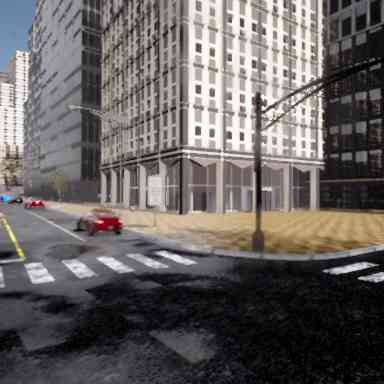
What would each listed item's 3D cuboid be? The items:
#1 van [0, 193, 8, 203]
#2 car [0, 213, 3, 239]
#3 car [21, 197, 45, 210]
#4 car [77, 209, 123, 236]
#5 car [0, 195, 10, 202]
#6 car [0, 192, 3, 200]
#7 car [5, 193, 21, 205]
[{"bbox_3d":[-35.470,1.092,63.892,1.690,1.788,3.998,1,-1,-37],"label":"van"},{"bbox_3d":[-10.547,1.419,16.416,1.882,1.535,5.008,1,0,-31],"label":"car"},{"bbox_3d":[-19.563,1.322,41.359,1.967,1.590,4.097,1,0,-34],"label":"car"},{"bbox_3d":[-5.013,1.574,18.038,1.802,1.307,4.206,1,0,-31],"label":"car"},{"bbox_3d":[-38.788,1.268,68.312,1.887,1.381,4.507,1,-1,-37],"label":"car"},{"bbox_3d":[-45.488,0.981,77.113,2.192,1.841,5.009,1,-1,-37],"label":"car"},{"bbox_3d":[-29.008,1.371,54.948,1.947,1.339,4.313,1,-1,-35],"label":"car"}]
